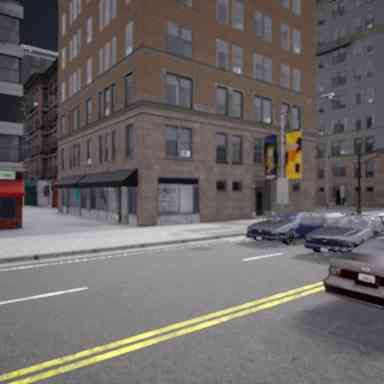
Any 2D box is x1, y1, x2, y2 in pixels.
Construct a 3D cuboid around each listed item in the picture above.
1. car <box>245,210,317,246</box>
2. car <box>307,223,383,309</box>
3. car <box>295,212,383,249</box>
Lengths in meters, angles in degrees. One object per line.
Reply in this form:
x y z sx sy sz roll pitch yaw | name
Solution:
4.939 1.561 15.633 5.357 1.411 2.033 0 0 -37 | car
5.065 1.553 7.323 5.357 1.411 2.033 0 0 -37 | car
6.560 1.558 12.780 5.357 1.411 2.033 0 0 -37 | car
